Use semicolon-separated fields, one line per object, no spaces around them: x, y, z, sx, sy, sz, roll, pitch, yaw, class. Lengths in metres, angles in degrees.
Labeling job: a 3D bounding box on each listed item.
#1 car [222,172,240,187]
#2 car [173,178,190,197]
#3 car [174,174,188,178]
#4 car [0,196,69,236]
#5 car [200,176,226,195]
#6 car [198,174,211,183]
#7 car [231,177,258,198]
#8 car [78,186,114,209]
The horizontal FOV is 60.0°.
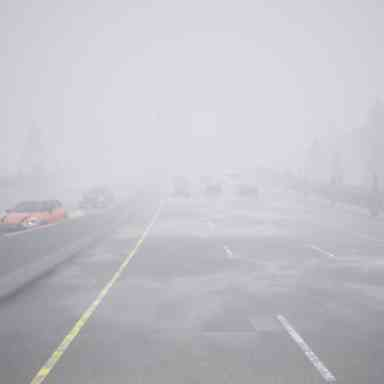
5.492;-1.845;46.457;2.150;2.045;5.566;0;7;-2;car
-1.180;-0.351;36.934;2.033;1.411;5.357;0;7;-1;car
-1.532;-1.822;48.102;1.882;1.535;5.008;0;7;-1;car
-7.628;1.170;16.048;2.097;1.767;4.553;0;2;-2;car
2.344;-0.571;38.255;1.882;1.535;5.008;0;7;-2;car
2.012;-1.861;48.529;1.882;1.535;5.008;0;7;-2;car
5.899;-0.336;36.468;1.882;1.535;5.008;0;7;-2;car
-8.016;0.387;28.085;2.097;1.767;4.553;0;5;-2;car
